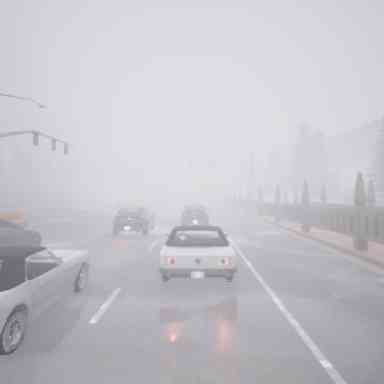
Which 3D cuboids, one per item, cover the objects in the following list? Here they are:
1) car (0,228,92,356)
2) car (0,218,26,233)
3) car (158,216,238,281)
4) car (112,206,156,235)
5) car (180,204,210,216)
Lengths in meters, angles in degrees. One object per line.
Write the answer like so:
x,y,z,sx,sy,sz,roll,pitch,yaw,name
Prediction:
-3.373,1.623,6.033,1.895,1.301,4.718,0,0,0,car
-6.851,1.567,11.122,1.812,1.442,4.674,0,0,0,car
0.147,1.638,9.920,1.895,1.301,4.718,0,0,0,car
-3.309,1.579,19.449,1.837,1.490,4.892,0,0,0,car
0.211,1.593,23.493,1.837,1.490,4.892,0,0,0,car
